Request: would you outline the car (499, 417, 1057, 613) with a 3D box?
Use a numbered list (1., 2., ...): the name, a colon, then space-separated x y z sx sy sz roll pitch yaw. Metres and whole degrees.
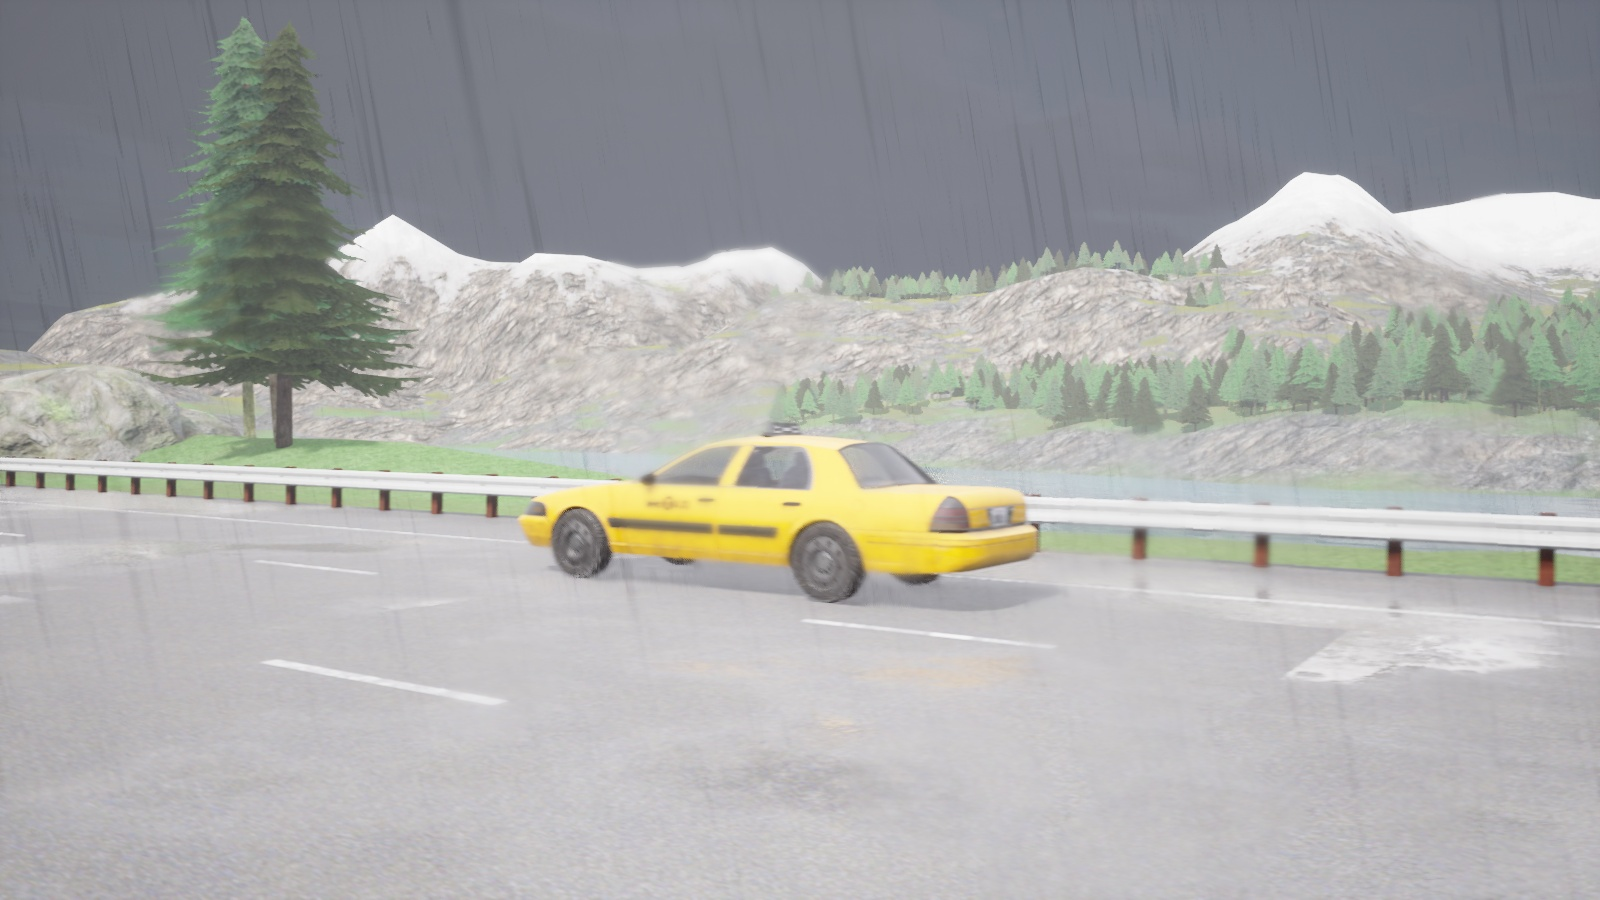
1. car: -0.378 0.506 12.277 5.366 1.575 1.801 0 1 34
